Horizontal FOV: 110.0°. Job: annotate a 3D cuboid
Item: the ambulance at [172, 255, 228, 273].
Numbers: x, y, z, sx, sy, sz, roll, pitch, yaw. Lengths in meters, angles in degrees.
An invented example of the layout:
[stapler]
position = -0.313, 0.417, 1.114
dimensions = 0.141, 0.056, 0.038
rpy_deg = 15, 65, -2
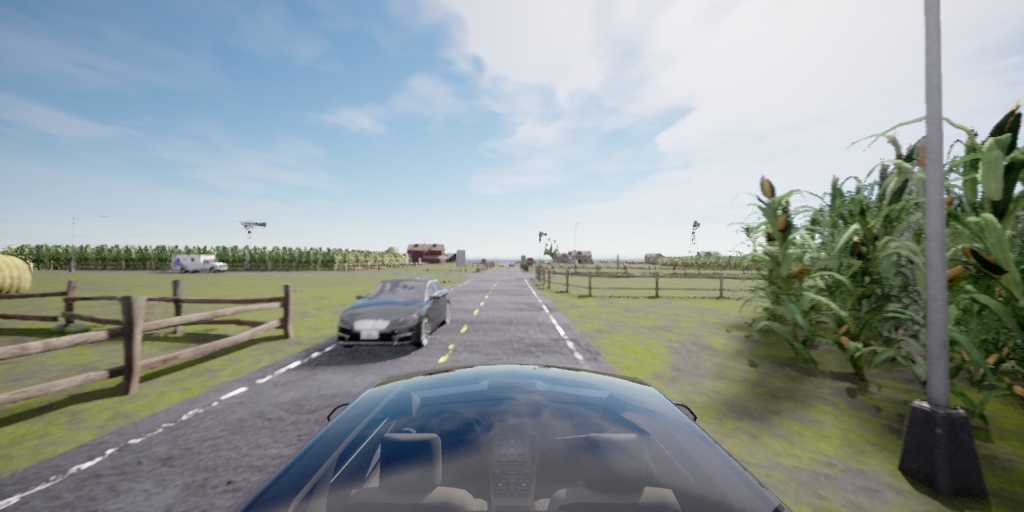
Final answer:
[ambulance]
position = -42.227, 1.083, 48.630
dimensions = 6.366, 2.431, 2.351
rpy_deg = 0, -1, 1

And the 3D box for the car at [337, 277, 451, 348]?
[car]
position = -2.852, 1.344, 9.638
dimensions = 2.128, 1.511, 4.902
rpy_deg = 0, -1, 0
